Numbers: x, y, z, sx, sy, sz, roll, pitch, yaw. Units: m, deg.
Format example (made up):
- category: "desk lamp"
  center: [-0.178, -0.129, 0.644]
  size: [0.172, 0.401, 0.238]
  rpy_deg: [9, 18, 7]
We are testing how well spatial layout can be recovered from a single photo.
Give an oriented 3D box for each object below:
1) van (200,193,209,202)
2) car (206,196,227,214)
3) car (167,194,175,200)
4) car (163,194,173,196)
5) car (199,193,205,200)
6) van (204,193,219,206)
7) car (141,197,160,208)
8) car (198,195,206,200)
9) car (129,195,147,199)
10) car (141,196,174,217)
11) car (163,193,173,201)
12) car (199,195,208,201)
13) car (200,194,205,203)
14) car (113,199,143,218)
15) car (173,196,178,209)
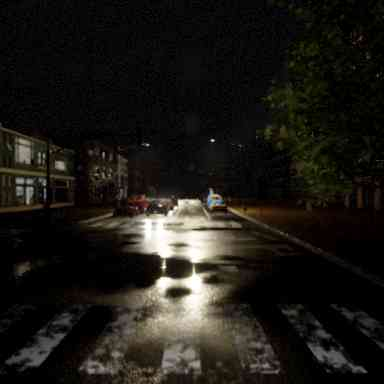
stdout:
- category: "van"
  center: [2.709, 1.186, 73.408]
  size: [1.690, 1.788, 3.998]
  rpy_deg: [0, 0, 0]
- category: "car"
  center: [2.699, 1.451, 34.721]
  size: [1.752, 1.417, 4.829]
  rpy_deg: [0, 0, 0]
- category: "car"
  center: [-5.670, 1.337, 89.891]
  size: [1.752, 1.417, 4.829]
  rpy_deg: [0, 0, 0]
- category: "car"
  center: [-3.065, 1.458, 49.892]
  size: [1.994, 1.385, 4.181]
  rpy_deg: [0, 0, 0]
- category: "car"
  center: [2.705, 1.434, 62.307]
  size: [1.947, 1.339, 4.313]
  rpy_deg: [0, 0, 0]
- category: "van"
  center: [2.702, 1.255, 40.102]
  size: [1.690, 1.788, 3.998]
  rpy_deg: [0, 0, 0]
- category: "car"
  center: [-5.679, 1.453, 45.653]
  size: [2.008, 1.369, 4.403]
  rpy_deg: [0, 0, 0]
- category: "car"
  center: [2.710, 1.377, 90.062]
  size: [1.947, 1.339, 4.313]
  rpy_deg: [0, 0, 0]
- category: "car"
  center: [-5.680, 1.241, 34.550]
  size: [2.192, 1.841, 5.009]
  rpy_deg: [0, 0, 0]
- category: "car"
  center: [-3.088, 1.426, 30.774]
  size: [2.128, 1.511, 4.902]
  rpy_deg: [0, 0, 0]
- category: "car"
  center: [-5.671, 1.149, 78.958]
  size: [2.192, 1.841, 5.009]
  rpy_deg: [0, 0, 0]
- category: "car"
  center: [2.709, 1.359, 79.129]
  size: [1.752, 1.417, 4.829]
  rpy_deg: [0, 0, 0]
- category: "car"
  center: [2.702, 1.442, 51.205]
  size: [2.008, 1.369, 4.403]
  rpy_deg: [0, 0, 0]
- category: "car"
  center: [-5.682, 1.520, 29.000]
  size: [1.802, 1.307, 4.206]
  rpy_deg: [0, 0, 0]
- category: "car"
  center: [-3.095, 1.479, 39.904]
  size: [1.994, 1.385, 4.181]
  rpy_deg: [0, 0, -1]
